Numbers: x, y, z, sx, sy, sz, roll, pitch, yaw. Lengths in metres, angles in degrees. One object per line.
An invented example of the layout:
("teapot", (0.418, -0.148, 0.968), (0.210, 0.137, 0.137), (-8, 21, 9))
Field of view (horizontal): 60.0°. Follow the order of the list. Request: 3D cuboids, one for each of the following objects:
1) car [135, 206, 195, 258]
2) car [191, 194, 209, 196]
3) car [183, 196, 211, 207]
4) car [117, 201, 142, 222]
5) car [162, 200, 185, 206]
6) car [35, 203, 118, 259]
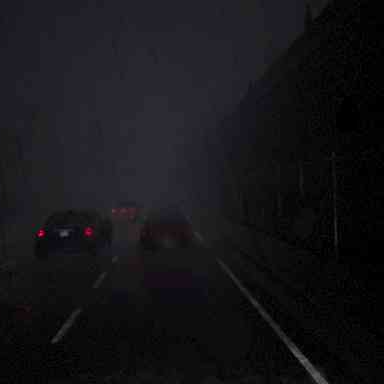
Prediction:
("car", (-1.010, 1.531, 13.272), (1.882, 1.535, 5.008), (-1, -1, -5))
("car", (0.852, 1.348, 57.921), (5.566, 2.045, 2.150), (-1, 0, -41))
("car", (0.721, 1.719, 53.052), (1.895, 1.301, 4.718), (-1, 0, 45))
("car", (-5.473, 1.531, 28.510), (2.097, 1.767, 4.553), (-1, 0, 0))
("car", (-1.981, 1.677, 29.566), (1.994, 1.385, 4.181), (-1, 0, 1))
("car", (-4.542, 1.475, 13.483), (2.097, 1.767, 4.553), (-1, 0, -5))
